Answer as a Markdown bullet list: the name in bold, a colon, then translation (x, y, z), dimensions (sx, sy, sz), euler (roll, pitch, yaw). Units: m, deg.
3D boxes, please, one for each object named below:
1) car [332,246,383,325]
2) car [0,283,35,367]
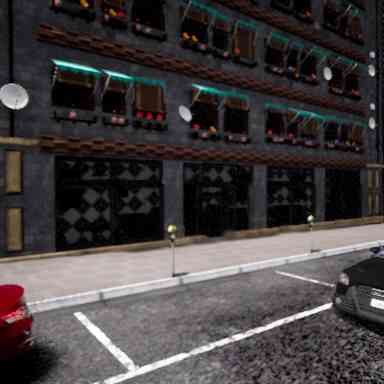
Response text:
- **car**: translation (4.554, 1.563, 6.308), dimensions (4.181, 1.385, 1.994), euler (0, 0, -35)
- **car**: translation (-3.897, 1.583, 3.329), dimensions (4.206, 1.307, 1.802), euler (0, -1, -36)
